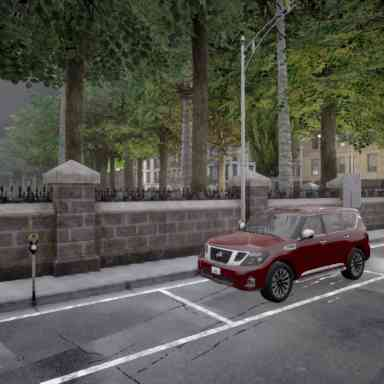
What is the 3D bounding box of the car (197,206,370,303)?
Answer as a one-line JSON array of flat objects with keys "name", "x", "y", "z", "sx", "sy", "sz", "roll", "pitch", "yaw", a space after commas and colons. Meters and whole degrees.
[{"name": "car", "x": 2.532, "y": 1.314, "z": 8.398, "sx": 5.009, "sy": 1.841, "sz": 2.192, "roll": 0, "pitch": 0, "yaw": -36}]
